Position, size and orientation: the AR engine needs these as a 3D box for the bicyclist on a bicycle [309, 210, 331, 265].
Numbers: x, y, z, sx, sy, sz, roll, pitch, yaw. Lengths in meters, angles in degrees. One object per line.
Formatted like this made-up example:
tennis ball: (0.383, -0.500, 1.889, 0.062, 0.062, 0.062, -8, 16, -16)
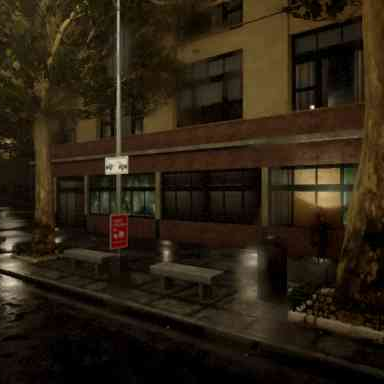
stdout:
bicyclist on a bicycle: (3.797, 1.225, 9.767, 0.582, 1.656, 1.620, 0, -41, 36)
